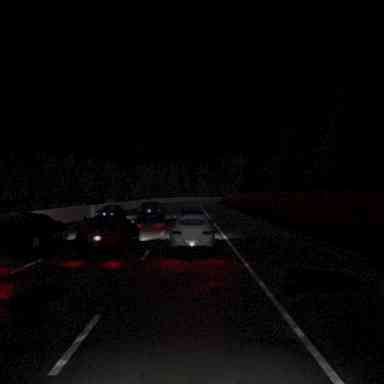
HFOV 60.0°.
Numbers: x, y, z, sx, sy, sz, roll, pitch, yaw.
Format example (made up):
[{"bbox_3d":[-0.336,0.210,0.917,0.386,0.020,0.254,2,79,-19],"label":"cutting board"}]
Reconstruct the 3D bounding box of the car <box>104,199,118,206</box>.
[{"bbox_3d":[-17.466,2.182,71.594,1.812,1.442,4.674,0,-1,0],"label":"car"}]

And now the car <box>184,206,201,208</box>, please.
[{"bbox_3d":[0.016,1.869,29.102,1.895,1.301,4.718,0,0,0],"label":"car"}]

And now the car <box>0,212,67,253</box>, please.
[{"bbox_3d":[-6.988,1.640,14.312,1.837,1.490,4.892,0,0,0],"label":"car"}]

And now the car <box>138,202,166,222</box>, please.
[{"bbox_3d":[-3.483,1.619,29.084,2.097,1.767,4.553,0,-1,0],"label":"car"}]

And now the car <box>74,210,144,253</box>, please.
[{"bbox_3d":[-3.486,1.697,14.287,1.994,1.385,4.181,0,0,0],"label":"car"}]

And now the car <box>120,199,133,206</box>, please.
[{"bbox_3d":[-13.966,2.211,71.592,1.994,1.385,4.181,0,-1,0],"label":"car"}]

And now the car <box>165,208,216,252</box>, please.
[{"bbox_3d":[0.013,1.659,14.376,1.812,1.442,4.674,0,0,0],"label":"car"}]

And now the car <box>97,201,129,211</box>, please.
[{"bbox_3d":[-6.985,1.815,28.989,2.033,1.411,5.357,0,0,0],"label":"car"}]
